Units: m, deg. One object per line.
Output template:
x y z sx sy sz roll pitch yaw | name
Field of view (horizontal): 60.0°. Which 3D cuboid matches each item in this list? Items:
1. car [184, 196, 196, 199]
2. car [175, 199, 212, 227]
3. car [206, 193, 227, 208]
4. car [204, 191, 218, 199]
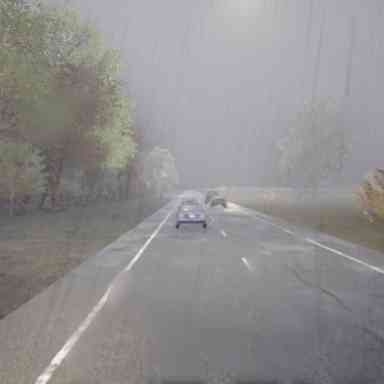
-0.303 1.238 43.759 1.895 1.301 4.718 0 1 -1 | car
-0.080 1.376 21.033 2.033 1.411 5.357 0 0 -1 | car
3.130 1.164 40.358 1.837 1.490 4.892 0 1 -1 | car
3.025 0.791 51.059 2.150 2.045 5.566 0 1 0 | car
